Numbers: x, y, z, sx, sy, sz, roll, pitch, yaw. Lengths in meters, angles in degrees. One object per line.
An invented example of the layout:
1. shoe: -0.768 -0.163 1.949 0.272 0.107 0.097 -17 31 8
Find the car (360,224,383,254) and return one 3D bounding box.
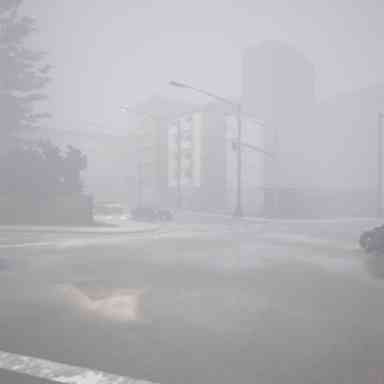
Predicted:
1. car: 7.493 1.661 11.398 1.812 1.442 4.674 1 0 6

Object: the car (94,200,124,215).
1. car: -9.135 1.595 36.412 1.882 1.535 5.008 1 0 -35

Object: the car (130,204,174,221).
1. car: -3.481 1.724 28.341 1.895 1.301 4.718 1 0 -35
